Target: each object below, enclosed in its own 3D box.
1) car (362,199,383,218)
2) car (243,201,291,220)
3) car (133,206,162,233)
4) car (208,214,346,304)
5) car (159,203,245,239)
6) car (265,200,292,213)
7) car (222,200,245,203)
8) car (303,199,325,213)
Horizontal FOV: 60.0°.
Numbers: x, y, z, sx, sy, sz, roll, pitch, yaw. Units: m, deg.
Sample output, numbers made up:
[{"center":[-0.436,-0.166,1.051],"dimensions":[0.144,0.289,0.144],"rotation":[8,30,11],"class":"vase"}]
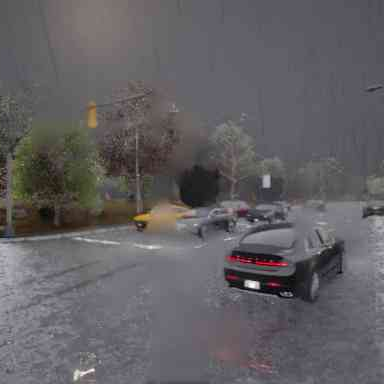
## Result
[{"center":[16.697,1.403,29.954],"dimensions":[2.097,1.767,4.553],"rotation":[-1,-1,32],"class":"car"},{"center":[6.091,1.656,26.466],"dimensions":[2.033,1.411,5.357],"rotation":[-1,0,32],"class":"car"},{"center":[-1.609,1.618,21.061],"dimensions":[1.882,1.535,5.008],"rotation":[-1,0,34],"class":"car"},{"center":[2.544,1.538,8.404],"dimensions":[1.837,1.490,4.892],"rotation":[0,0,35],"class":"car"},{"center":[0.726,1.594,18.247],"dimensions":[2.128,1.511,4.902],"rotation":[-1,0,34],"class":"car"},{"center":[10.473,1.748,39.931],"dimensions":[1.994,1.385,4.181],"rotation":[-1,-1,32],"class":"car"},{"center":[3.356,1.498,28.687],"dimensions":[2.097,1.767,4.553],"rotation":[-1,0,32],"class":"car"},{"center":[14.855,1.665,40.314],"dimensions":[1.837,1.490,4.892],"rotation":[-1,-1,32],"class":"car"}]
